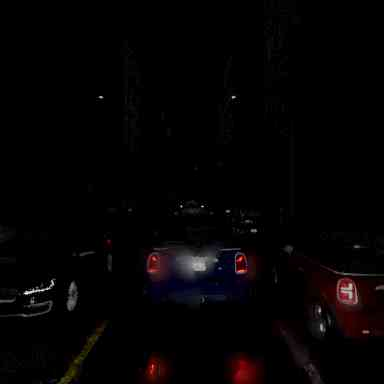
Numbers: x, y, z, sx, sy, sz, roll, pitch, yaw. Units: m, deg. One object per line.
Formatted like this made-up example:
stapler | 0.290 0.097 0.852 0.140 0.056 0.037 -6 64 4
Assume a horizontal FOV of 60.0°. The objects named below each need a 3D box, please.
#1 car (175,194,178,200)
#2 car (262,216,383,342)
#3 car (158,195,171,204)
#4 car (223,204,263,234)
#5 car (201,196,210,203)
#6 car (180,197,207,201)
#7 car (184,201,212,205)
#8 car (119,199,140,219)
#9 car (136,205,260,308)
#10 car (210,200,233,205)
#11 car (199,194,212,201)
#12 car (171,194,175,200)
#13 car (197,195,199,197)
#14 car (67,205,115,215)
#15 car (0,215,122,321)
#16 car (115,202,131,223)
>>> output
car | -5.621 1.632 92.467 1.752 1.417 4.829 0 0 0
car | 2.851 1.440 6.488 1.967 1.590 4.097 0 0 0
car | -5.660 1.622 65.594 1.802 1.307 4.206 0 0 0
car | 2.847 1.551 17.491 2.008 1.369 4.403 0 0 0
car | 2.872 1.575 71.163 1.752 1.417 4.829 0 0 0
car | -0.010 1.458 27.358 1.801 1.575 5.366 0 0 0
car | 0.089 1.478 17.336 1.882 1.535 5.008 0 0 0
car | -5.682 1.442 28.491 1.967 1.590 4.097 0 0 0
car | 0.096 1.352 8.056 2.097 1.767 4.553 0 0 0
car | 2.844 1.568 28.494 1.947 1.339 4.313 0 0 0
car | 2.864 1.480 65.584 1.967 1.590 4.097 0 0 0
car | -5.644 1.612 76.411 2.008 1.369 4.403 0 0 0
car | 2.881 1.612 76.402 2.008 1.369 4.403 0 0 0
car | -5.678 1.566 17.488 1.947 1.339 4.313 0 0 0
car | -3.103 1.504 7.581 1.837 1.490 4.892 0 0 0
car | -5.680 1.583 22.990 1.802 1.307 4.206 0 0 0
